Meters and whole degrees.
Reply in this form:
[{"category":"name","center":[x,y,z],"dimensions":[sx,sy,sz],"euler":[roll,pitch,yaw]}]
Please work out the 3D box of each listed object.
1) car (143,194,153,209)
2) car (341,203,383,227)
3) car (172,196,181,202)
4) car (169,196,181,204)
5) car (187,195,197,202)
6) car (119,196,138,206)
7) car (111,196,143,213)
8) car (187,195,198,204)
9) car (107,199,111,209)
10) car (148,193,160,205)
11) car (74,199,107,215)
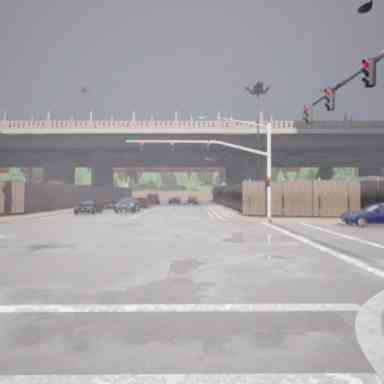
[{"category":"car","center":[-7.024,1.459,45.763],"dimensions":[1.882,1.535,5.008],"euler":[0,0,0]},{"category":"car","center":[12.056,1.462,21.351],"dimensions":[4.674,1.442,1.812],"euler":[0,0,1]},{"category":"car","center":[-3.399,1.565,73.868],"dimensions":[1.895,1.301,4.718],"euler":[0,0,0]},{"category":"car","center":[-3.413,1.575,63.875],"dimensions":[1.895,1.301,4.718],"euler":[0,0,0]},{"category":"car","center":[0.101,1.495,73.833],"dimensions":[2.128,1.511,4.902],"euler":[0,0,0]},{"category":"car","center":[-10.505,1.469,55.320],"dimensions":[2.128,1.511,4.902],"euler":[0,0,1]},{"category":"car","center":[-7.039,1.337,36.536],"dimensions":[2.097,1.767,4.553],"euler":[0,0,0]},{"category":"car","center":[0.087,1.575,63.507],"dimensions":[1.895,1.301,4.718],"euler":[0,0,0]},{"category":"car","center":[-10.533,1.547,42.481],"dimensions":[1.994,1.385,4.181],"euler":[0,0,0]},{"category":"car","center":[-6.997,1.200,59.183],"dimensions":[2.150,2.045,5.566],"euler":[0,0,0]},{"category":"car","center":[-10.539,1.550,34.098],"dimensions":[1.994,1.385,4.181],"euler":[0,0,1]}]
